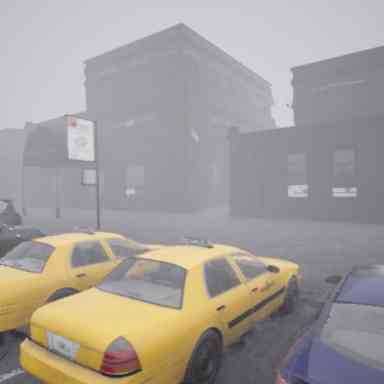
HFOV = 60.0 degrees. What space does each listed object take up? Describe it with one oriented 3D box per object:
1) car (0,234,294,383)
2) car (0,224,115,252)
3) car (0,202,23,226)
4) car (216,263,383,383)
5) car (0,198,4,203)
[{"bbox_3d":[0.220,1.481,5.342,1.946,1.575,5.366,0,0,36],"label":"car"},{"bbox_3d":[-2.026,1.483,6.946,1.946,1.575,5.366,0,0,36],"label":"car"},{"bbox_3d":[-6.641,1.361,9.975,2.185,1.767,4.553,0,0,36],"label":"car"},{"bbox_3d":[2.355,1.520,3.587,2.002,1.452,4.674,0,0,36],"label":"car"},{"bbox_3d":[-11.094,1.234,13.228,2.435,2.045,5.566,0,0,36],"label":"car"}]
